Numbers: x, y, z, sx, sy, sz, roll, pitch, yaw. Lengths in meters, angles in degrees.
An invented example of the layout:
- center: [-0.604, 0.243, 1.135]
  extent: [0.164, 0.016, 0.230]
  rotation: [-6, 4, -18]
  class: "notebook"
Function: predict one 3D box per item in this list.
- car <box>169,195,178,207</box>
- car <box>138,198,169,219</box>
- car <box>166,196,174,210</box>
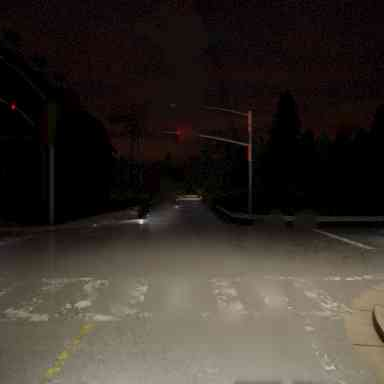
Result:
- center: [-3.508, 1.526, 48.863]
  extent: [1.812, 1.442, 4.674]
  rotation: [0, 0, 0]
  class: "car"
- center: [-3.548, 1.547, 29.821]
  extent: [2.033, 1.411, 5.357]
  rotation: [0, 0, 0]
  class: "car"
- center: [-3.531, 1.505, 39.566]
  extent: [1.837, 1.490, 4.892]
  rotation: [0, 0, 0]
  class: "car"
